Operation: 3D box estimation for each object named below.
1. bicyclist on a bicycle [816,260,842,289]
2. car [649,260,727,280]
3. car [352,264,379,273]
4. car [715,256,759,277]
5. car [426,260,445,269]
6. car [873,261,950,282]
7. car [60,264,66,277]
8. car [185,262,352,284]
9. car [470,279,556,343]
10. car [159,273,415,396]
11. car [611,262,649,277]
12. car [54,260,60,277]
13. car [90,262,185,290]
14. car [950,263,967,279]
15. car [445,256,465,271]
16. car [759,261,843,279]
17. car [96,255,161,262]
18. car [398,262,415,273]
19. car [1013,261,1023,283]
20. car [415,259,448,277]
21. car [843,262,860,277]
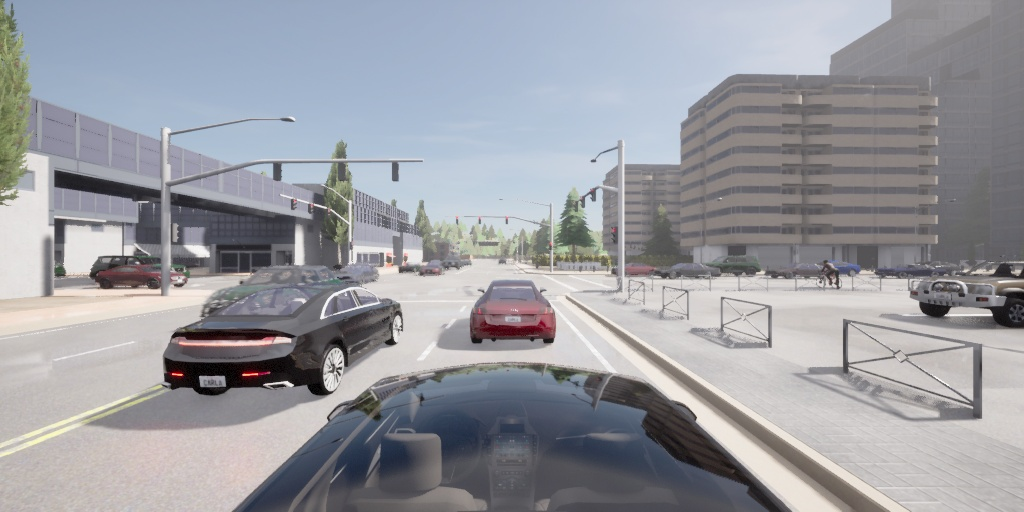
[{"bbox_3d":[17.920,1.052,20.297,0.582,1.620,1.656,0,0,-2],"label":"bicyclist on a bicycle"},{"bbox_3d":[15.225,1.297,31.204,5.357,1.411,2.033,0,0,-2],"label":"car"},{"bbox_3d":[-11.086,1.297,25.651,2.033,1.411,5.357,0,0,-2],"label":"car"},{"bbox_3d":[21.077,0.971,34.884,5.566,2.045,2.150,0,0,-2],"label":"car"},{"bbox_3d":[-12.106,1.297,57.303,2.033,1.411,5.357,0,0,-2],"label":"car"},{"bbox_3d":[35.158,1.351,31.791,4.718,1.301,1.895,0,0,-2],"label":"car"},{"bbox_3d":[-43.607,1.101,32.391,4.553,1.767,2.097,0,0,-1],"label":"car"},{"bbox_3d":[-7.203,1.102,11.365,2.097,1.767,4.553,0,0,-1],"label":"car"},{"bbox_3d":[0.009,1.314,9.644,1.994,1.385,4.181,0,0,0],"label":"car"},{"bbox_3d":[-3.476,1.242,6.585,2.128,1.511,4.902,0,0,0],"label":"car"},{"bbox_3d":[11.734,1.314,34.600,4.181,1.385,1.994,0,0,-2],"label":"car"},{"bbox_3d":[-35.816,1.102,25.377,4.553,1.767,2.097,0,0,-1],"label":"car"},{"bbox_3d":[-22.895,1.276,22.199,4.674,1.442,1.812,0,0,0],"label":"car"},{"bbox_3d":[41.219,1.255,35.445,4.892,1.490,1.837,0,0,-1],"label":"car"},{"bbox_3d":[-8.430,0.972,50.723,2.150,2.045,5.566,0,0,-2],"label":"car"},{"bbox_3d":[25.295,1.297,31.507,5.357,1.411,2.033,0,0,-2],"label":"car"},{"bbox_3d":[-26.453,0.971,25.594,5.566,2.045,2.150,0,0,-1],"label":"car"},{"bbox_3d":[-11.793,1.351,41.931,1.895,1.301,4.718,0,0,0],"label":"car"},{"bbox_3d":[43.291,1.314,28.395,4.181,1.385,1.994,0,0,-1],"label":"car"},{"bbox_3d":[-7.950,1.315,35.913,1.994,1.385,4.181,0,0,-2],"label":"car"},{"bbox_3d":[31.103,1.228,35.178,5.008,1.535,1.882,0,0,-2],"label":"car"}]
